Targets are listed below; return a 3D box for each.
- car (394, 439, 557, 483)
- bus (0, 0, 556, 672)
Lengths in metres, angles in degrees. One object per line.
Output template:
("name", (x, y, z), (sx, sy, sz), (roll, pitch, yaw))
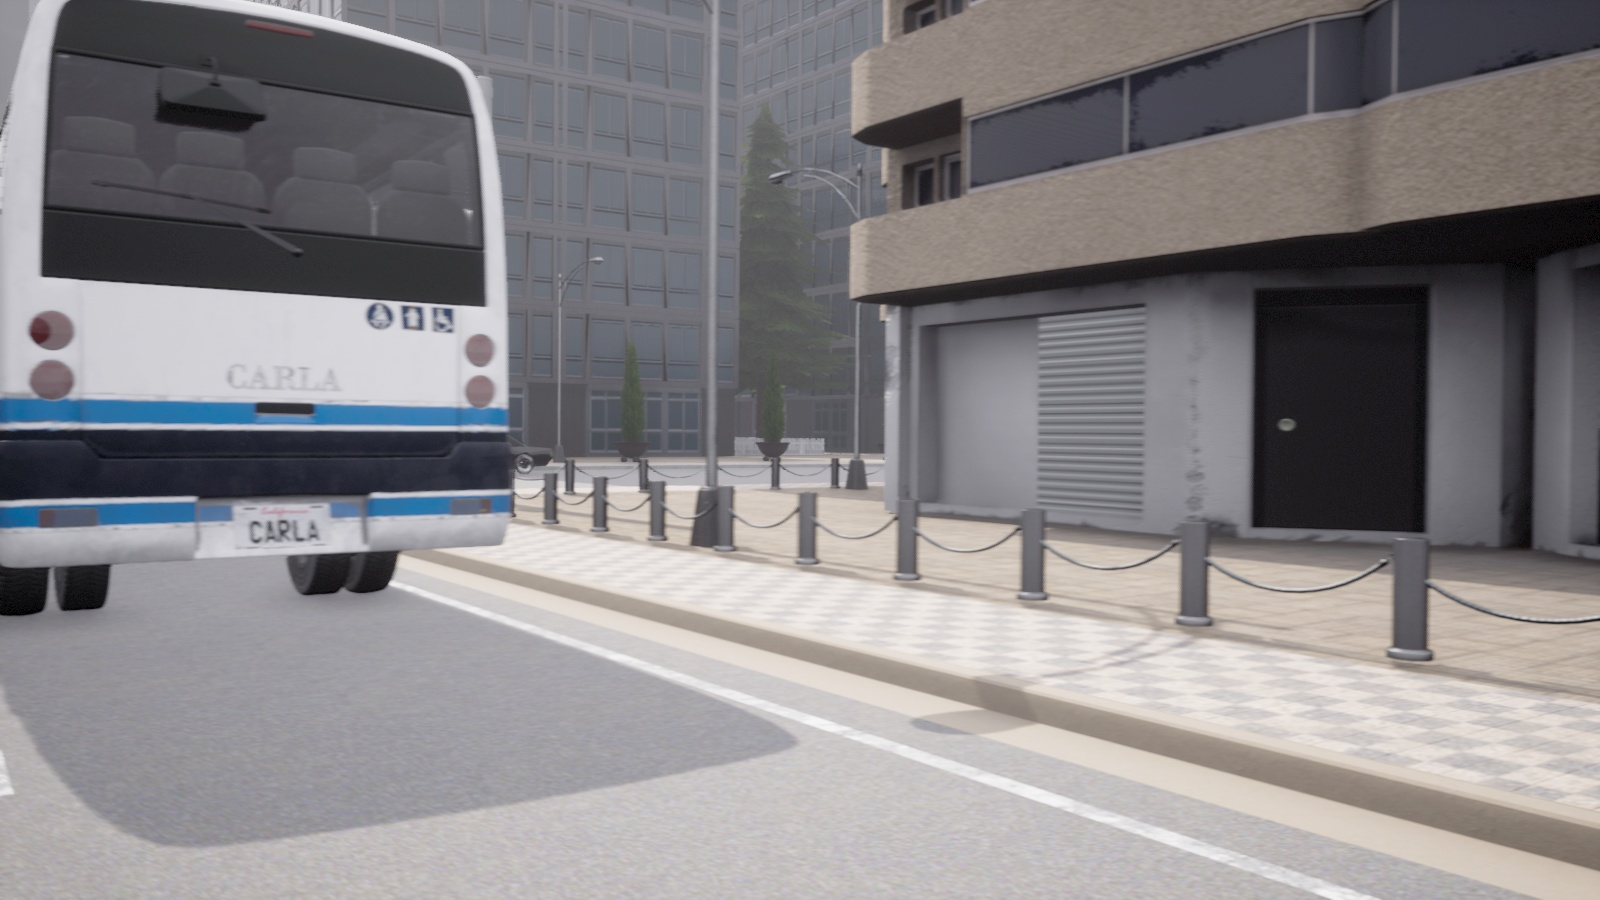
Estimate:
("car", (-10.417, 0.320, 40.435), (4.718, 1.301, 1.895), (-1, 1, -35))
("bus", (-6.485, -0.759, 12.661), (3.944, 4.253, 10.273), (-1, 0, -35))
